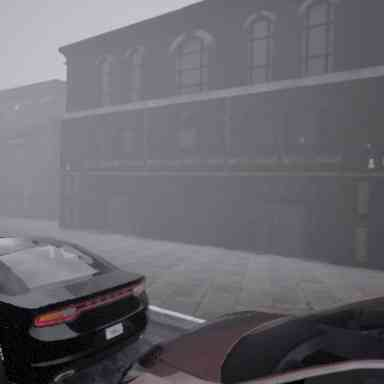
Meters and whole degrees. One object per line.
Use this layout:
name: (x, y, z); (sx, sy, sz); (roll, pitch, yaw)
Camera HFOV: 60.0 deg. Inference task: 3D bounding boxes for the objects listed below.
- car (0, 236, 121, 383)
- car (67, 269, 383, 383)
car: (-2.942, 1.452, 5.268); (5.008, 1.535, 2.097); (0, 0, 34)
car: (1.584, 1.509, 2.155); (4.792, 1.488, 2.163); (0, 0, 36)
